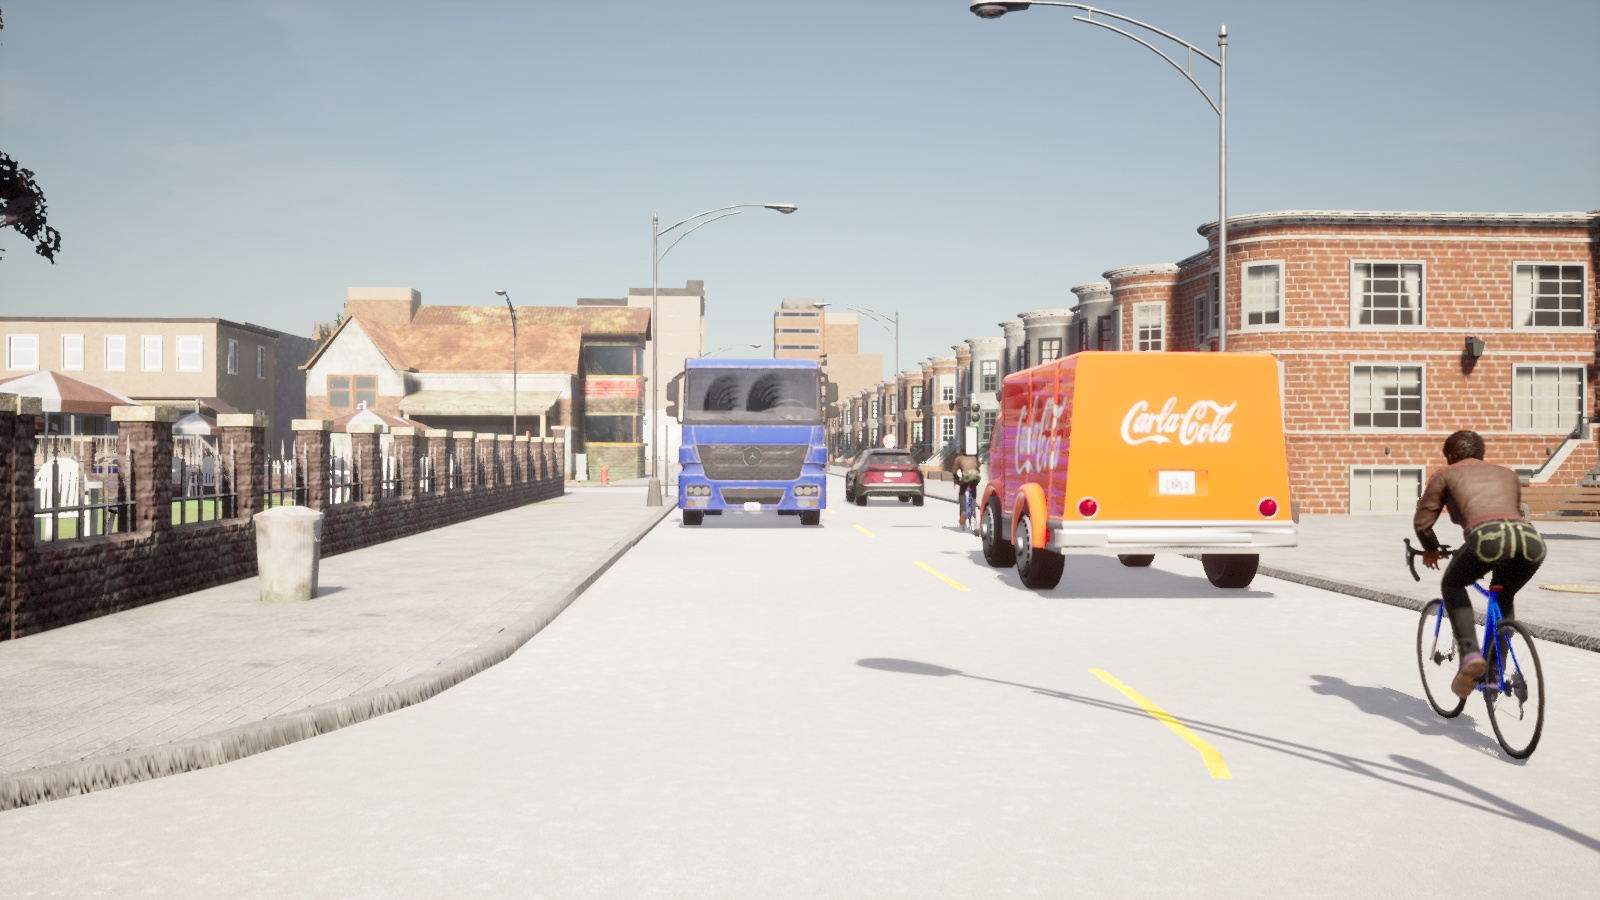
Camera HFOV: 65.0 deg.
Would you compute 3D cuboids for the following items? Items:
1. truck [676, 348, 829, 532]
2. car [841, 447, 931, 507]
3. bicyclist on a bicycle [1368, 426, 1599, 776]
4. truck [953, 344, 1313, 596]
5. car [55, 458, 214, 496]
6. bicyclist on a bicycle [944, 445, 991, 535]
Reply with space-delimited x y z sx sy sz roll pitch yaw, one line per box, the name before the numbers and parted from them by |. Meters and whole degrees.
truck | -1.080 -0.187 27.700 2.891 3.462 7.936 0 0 -3
car | 2.431 0.736 36.756 2.033 1.649 4.856 0 0 -3
bicyclist on a bicycle | 3.575 0.704 6.658 0.582 1.620 1.656 0 0 8
truck | 3.608 0.257 14.978 2.627 2.467 5.204 0 -2 -3
car | -23.872 0.964 45.169 4.718 1.301 1.895 0 0 -3
bicyclist on a bicycle | 3.132 0.733 23.563 0.582 1.620 1.656 0 0 -3
